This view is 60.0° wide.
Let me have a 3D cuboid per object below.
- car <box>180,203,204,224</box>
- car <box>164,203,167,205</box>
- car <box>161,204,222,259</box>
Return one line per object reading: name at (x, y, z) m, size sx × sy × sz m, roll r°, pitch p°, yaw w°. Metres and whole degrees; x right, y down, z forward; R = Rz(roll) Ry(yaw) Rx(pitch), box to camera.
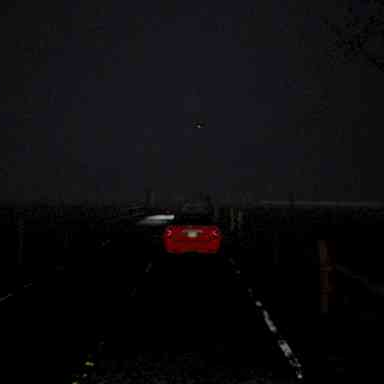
car at (0.035, 1.807, 29.248) m, size 1.882 × 1.535 × 5.008 m, roll 0°, pitch 0°, yaw 0°
car at (-2.753, 2.068, 40.805) m, size 1.895 × 1.301 × 4.718 m, roll 0°, pitch -1°, yaw 0°
car at (0.023, 1.499, 13.430) m, size 2.097 × 1.767 × 4.553 m, roll 0°, pitch -1°, yaw 0°
